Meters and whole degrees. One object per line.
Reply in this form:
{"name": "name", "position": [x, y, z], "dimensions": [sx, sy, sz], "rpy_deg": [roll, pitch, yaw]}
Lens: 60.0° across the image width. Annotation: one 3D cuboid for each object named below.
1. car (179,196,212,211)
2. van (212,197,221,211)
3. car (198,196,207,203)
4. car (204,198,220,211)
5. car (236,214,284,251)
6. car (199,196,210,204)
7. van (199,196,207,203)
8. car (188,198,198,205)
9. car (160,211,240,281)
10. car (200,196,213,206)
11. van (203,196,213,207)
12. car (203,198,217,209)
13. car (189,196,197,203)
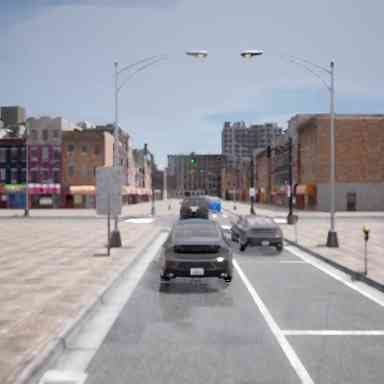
{"name": "car", "position": [0.155, 1.382, 26.351], "dimensions": [2.150, 2.045, 5.566], "rpy_deg": [0, 0, 0]}
{"name": "van", "position": [2.714, 1.580, 41.200], "dimensions": [1.690, 1.788, 3.998], "rpy_deg": [0, 0, 0]}
{"name": "car", "position": [2.812, 1.886, 90.477], "dimensions": [2.192, 1.841, 5.009], "rpy_deg": [0, 0, 0]}
{"name": "car", "position": [2.726, 1.714, 46.674], "dimensions": [1.967, 1.590, 4.097], "rpy_deg": [0, 0, 0]}
{"name": "car", "position": [2.662, 1.625, 14.196], "dimensions": [2.008, 1.369, 4.403], "rpy_deg": [0, 0, 0]}
{"name": "car", "position": [2.779, 1.773, 74.052], "dimensions": [2.192, 1.841, 5.009], "rpy_deg": [0, 0, 0]}
{"name": "van", "position": [2.801, 1.874, 85.002], "dimensions": [1.690, 1.788, 3.998], "rpy_deg": [0, 0, 0]}
{"name": "car", "position": [0.139, 1.970, 71.241], "dimensions": [2.033, 1.411, 5.357], "rpy_deg": [0, 0, 0]}
{"name": "car", "position": [0.118, 1.557, 10.008], "dimensions": [1.837, 1.490, 4.892], "rpy_deg": [0, 0, 0]}
{"name": "car", "position": [2.756, 1.698, 63.099], "dimensions": [2.192, 1.841, 5.009], "rpy_deg": [0, 0, 0]}
{"name": "van", "position": [2.747, 1.687, 57.626], "dimensions": [1.690, 1.788, 3.998], "rpy_deg": [0, 0, 0]}
{"name": "car", "position": [2.736, 1.750, 52.150], "dimensions": [1.967, 1.590, 4.097], "rpy_deg": [0, 0, 0]}
{"name": "car", "position": [0.160, 1.843, 81.662], "dimensions": [1.837, 1.490, 4.892], "rpy_deg": [0, 0, 0]}
